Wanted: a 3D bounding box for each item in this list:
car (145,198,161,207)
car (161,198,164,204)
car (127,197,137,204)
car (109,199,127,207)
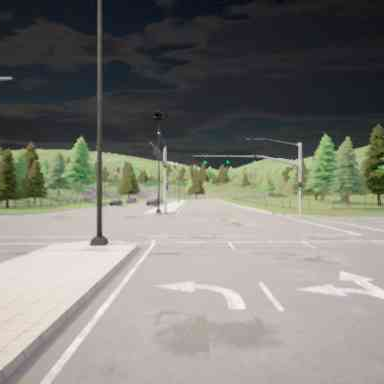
[{"bbox_3d":[-8.026,2.147,66.086,2.033,1.411,5.357,0,0,0],"label":"car"},{"bbox_3d":[-7.974,2.253,82.575,2.128,1.511,4.902,0,-1,1],"label":"car"},{"bbox_3d":[-14.973,2.083,82.736,2.097,1.767,4.553,0,-1,1],"label":"car"},{"bbox_3d":[-15.024,2.147,66.309,2.033,1.411,5.357,0,0,0],"label":"car"}]
